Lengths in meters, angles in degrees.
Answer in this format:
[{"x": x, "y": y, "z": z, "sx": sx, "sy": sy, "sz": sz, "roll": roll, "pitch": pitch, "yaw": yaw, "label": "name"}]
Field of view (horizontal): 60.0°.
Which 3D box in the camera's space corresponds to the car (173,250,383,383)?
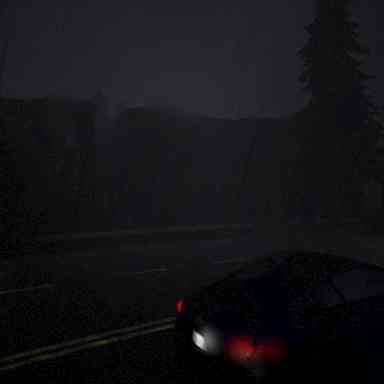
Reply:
[{"x": 1.849, "y": 1.517, "z": 4.483, "sx": 4.181, "sy": 1.385, "sz": 1.994, "roll": -1, "pitch": 0, "yaw": -29, "label": "car"}]
